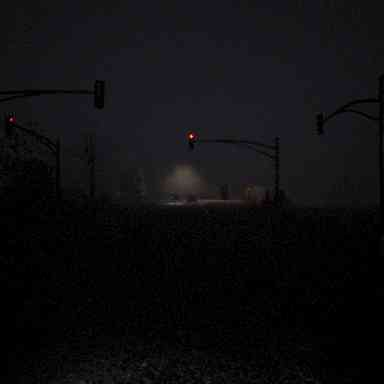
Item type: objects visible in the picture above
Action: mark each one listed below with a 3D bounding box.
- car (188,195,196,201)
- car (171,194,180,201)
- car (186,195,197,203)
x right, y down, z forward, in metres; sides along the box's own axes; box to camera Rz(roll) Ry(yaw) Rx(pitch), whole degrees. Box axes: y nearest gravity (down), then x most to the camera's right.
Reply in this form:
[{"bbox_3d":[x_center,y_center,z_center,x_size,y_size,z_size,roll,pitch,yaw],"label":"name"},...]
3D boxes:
[{"bbox_3d":[-0.068,1.409,77.995,1.837,1.490,4.892,0,0,0],"label":"car"},{"bbox_3d":[-3.563,1.180,72.162,1.837,1.490,4.892,0,0,0],"label":"car"},{"bbox_3d":[-0.059,1.410,67.960,2.097,1.767,4.553,0,0,0],"label":"car"}]
